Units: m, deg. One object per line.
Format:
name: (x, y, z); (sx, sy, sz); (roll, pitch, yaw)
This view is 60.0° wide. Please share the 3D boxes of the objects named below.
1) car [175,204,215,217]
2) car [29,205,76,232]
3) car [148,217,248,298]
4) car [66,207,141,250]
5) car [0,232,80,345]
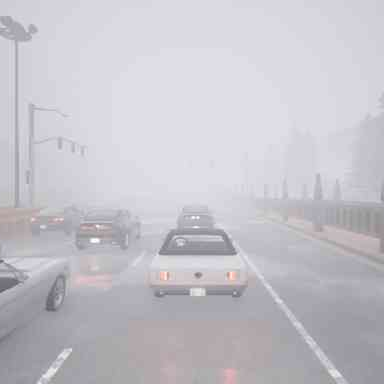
car: (0.186, 1.384, 17.631); (1.837, 1.490, 4.892); (0, 0, 0)
car: (-6.843, 1.405, 17.537); (1.812, 1.442, 4.674); (0, 0, -1)
car: (0.131, 1.549, 8.371); (1.895, 1.301, 4.718); (0, 0, 0)
car: (-3.338, 1.411, 13.908); (1.837, 1.490, 4.892); (0, 0, 0)
car: (-3.385, 1.576, 4.682); (1.895, 1.301, 4.718); (0, 0, 0)
